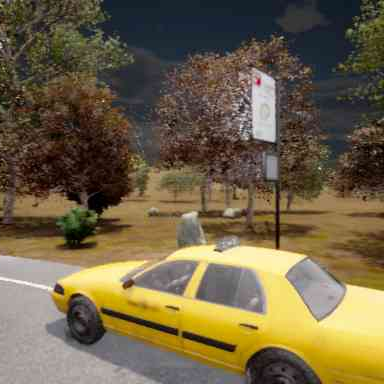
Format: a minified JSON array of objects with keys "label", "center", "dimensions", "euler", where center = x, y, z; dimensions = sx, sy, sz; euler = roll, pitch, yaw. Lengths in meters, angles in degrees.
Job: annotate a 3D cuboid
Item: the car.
[{"label":"car","center":[0.218,1.391,4.600],"dimensions":[5.366,1.575,1.801],"euler":[0,1,33]}]
